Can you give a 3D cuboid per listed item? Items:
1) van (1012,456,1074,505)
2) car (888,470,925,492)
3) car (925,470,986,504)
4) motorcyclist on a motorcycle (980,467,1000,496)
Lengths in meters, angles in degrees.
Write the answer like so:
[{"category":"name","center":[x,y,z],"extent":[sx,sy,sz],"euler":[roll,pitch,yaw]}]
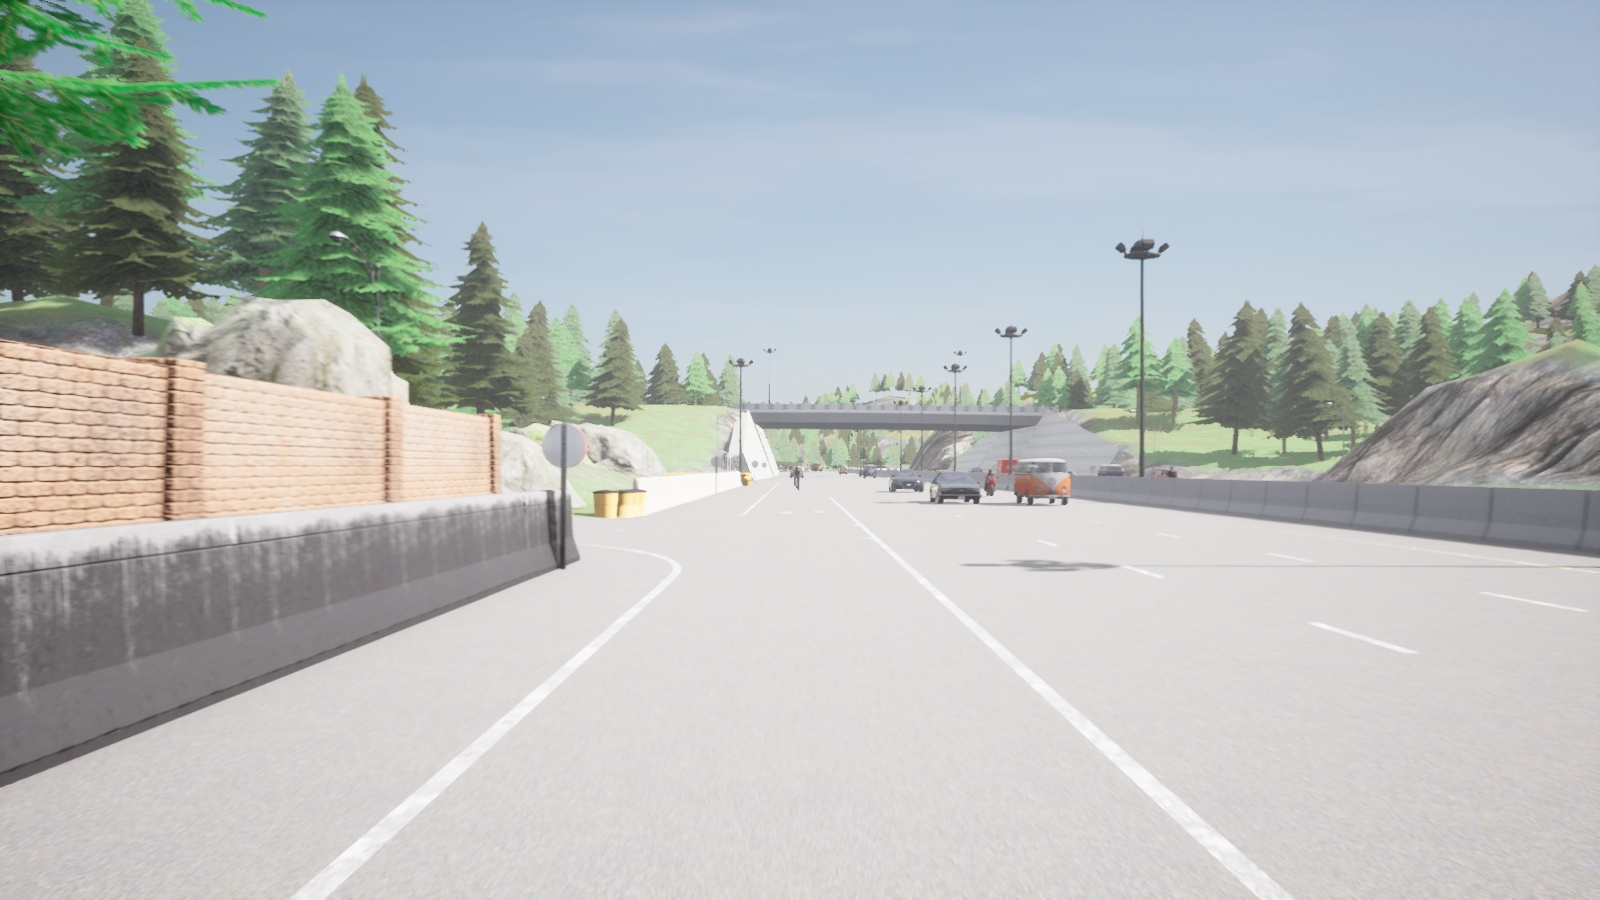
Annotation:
[{"category":"van","center":[10.370,1.279,53.932],"extent":[1.775,1.987,4.442],"euler":[0,-1,0]},{"category":"car","center":[6.803,1.981,80.734],"extent":[1.994,1.385,4.181],"euler":[0,-1,0]},{"category":"car","center":[6.866,1.618,56.094],"extent":[2.033,1.411,5.357],"euler":[0,-1,0]},{"category":"motorcyclist on a motorcycle","center":[10.337,1.713,68.386],"extent":[0.797,1.523,2.044],"euler":[0,-2,0]}]
